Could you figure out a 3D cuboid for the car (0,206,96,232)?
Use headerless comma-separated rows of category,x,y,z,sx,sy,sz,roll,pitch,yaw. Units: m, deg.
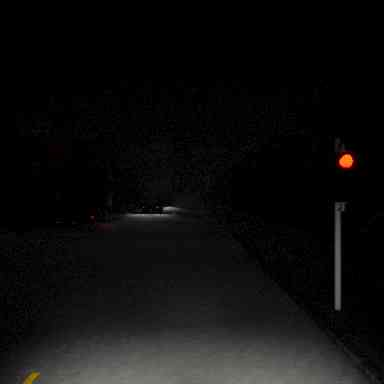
car,-8.539,1.543,19.810,5.357,1.411,2.033,0,0,-22

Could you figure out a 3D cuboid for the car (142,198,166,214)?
car,-4.089,1.518,35.195,1.812,1.442,4.674,0,0,0

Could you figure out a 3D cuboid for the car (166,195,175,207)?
car,-4.069,1.589,51.525,1.895,1.301,4.718,0,0,0

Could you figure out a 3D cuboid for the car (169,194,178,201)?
car,-3.962,1.176,66.914,2.097,1.767,4.553,0,0,0
